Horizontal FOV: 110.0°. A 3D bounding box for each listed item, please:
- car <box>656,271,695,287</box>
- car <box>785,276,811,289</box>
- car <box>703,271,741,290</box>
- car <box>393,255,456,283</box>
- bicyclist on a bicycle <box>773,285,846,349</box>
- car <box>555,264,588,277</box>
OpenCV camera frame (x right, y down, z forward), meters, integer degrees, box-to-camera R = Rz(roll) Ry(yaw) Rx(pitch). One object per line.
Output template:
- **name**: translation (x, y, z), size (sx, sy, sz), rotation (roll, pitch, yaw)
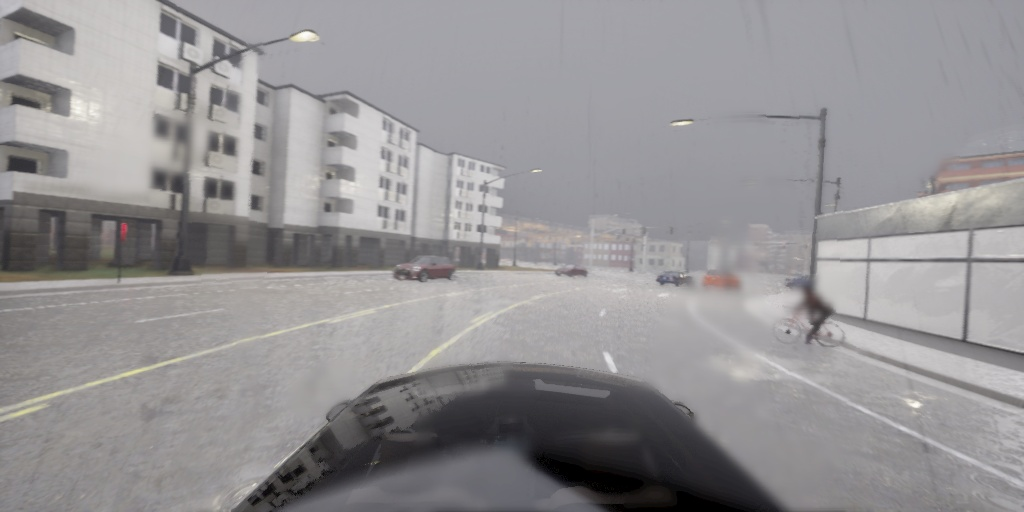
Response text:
- **car**: translation (16.058, 2.197, 35.097), size (5.357, 1.411, 2.033), rotation (3, 0, -42)
- **car**: translation (34.339, 3.156, 40.994), size (5.008, 1.535, 1.882), rotation (3, -1, 12)
- **car**: translation (19.948, 2.225, 33.896), size (4.553, 1.767, 2.097), rotation (3, 0, -42)
- **car**: translation (-5.619, 0.764, 23.553), size (2.097, 1.767, 4.553), rotation (3, 0, 26)
- **bicyclist on a bicycle**: translation (7.896, 1.606, 9.501), size (1.656, 1.620, 0.582), rotation (4, 0, 14)
- **car**: translation (6.852, 1.646, 40.890), size (4.674, 1.442, 1.812), rotation (3, 0, -43)
